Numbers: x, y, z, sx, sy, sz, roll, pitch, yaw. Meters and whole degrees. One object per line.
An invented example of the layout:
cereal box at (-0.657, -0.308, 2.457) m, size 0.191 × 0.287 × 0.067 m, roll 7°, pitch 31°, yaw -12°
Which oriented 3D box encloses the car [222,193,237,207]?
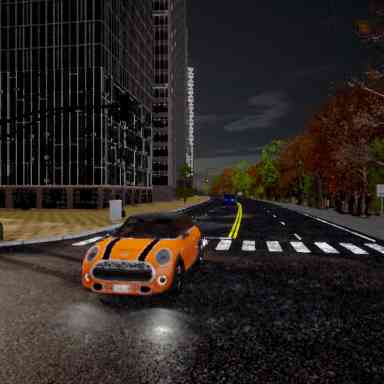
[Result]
car at (5.977, 1.199, 52.918) m, size 2.150 × 2.045 × 5.566 m, roll 0°, pitch 0°, yaw 8°

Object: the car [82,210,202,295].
car at (-1.033, 1.349, 8.903) m, size 2.097 × 1.767 × 4.553 m, roll 0°, pitch 0°, yaw 10°
